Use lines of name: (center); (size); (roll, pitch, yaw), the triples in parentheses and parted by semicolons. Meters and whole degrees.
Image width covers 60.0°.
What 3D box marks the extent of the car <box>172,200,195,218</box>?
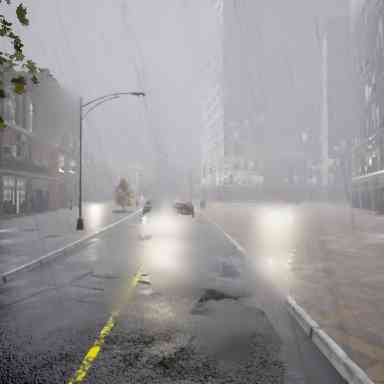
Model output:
car: (-0.817, 1.483, 30.774); (1.882, 1.535, 5.008); (0, 0, -3)

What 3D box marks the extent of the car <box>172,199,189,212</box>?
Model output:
car: (-1.499, 1.607, 40.650); (1.895, 1.301, 4.718); (0, 0, -4)

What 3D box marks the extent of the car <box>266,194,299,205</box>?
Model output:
car: (13.946, 1.201, 51.509); (5.009, 1.841, 2.192); (0, -1, 15)

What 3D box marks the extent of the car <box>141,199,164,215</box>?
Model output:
car: (-3.896, 1.506, 33.271); (1.837, 1.490, 4.892); (0, 0, -4)
